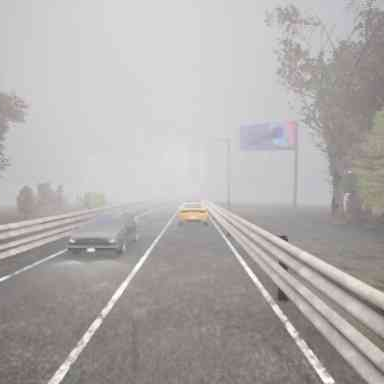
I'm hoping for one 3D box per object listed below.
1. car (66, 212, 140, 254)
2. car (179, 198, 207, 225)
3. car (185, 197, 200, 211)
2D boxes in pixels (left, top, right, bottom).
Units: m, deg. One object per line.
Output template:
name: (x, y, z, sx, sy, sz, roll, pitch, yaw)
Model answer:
car: (-3.357, 1.543, 13.704, 2.033, 1.411, 5.357, 0, 0, 0)
car: (0.079, 1.470, 24.187, 1.882, 1.535, 5.008, 0, 0, 0)
car: (0.056, 1.464, 42.593, 1.882, 1.535, 5.008, 0, 0, 0)
